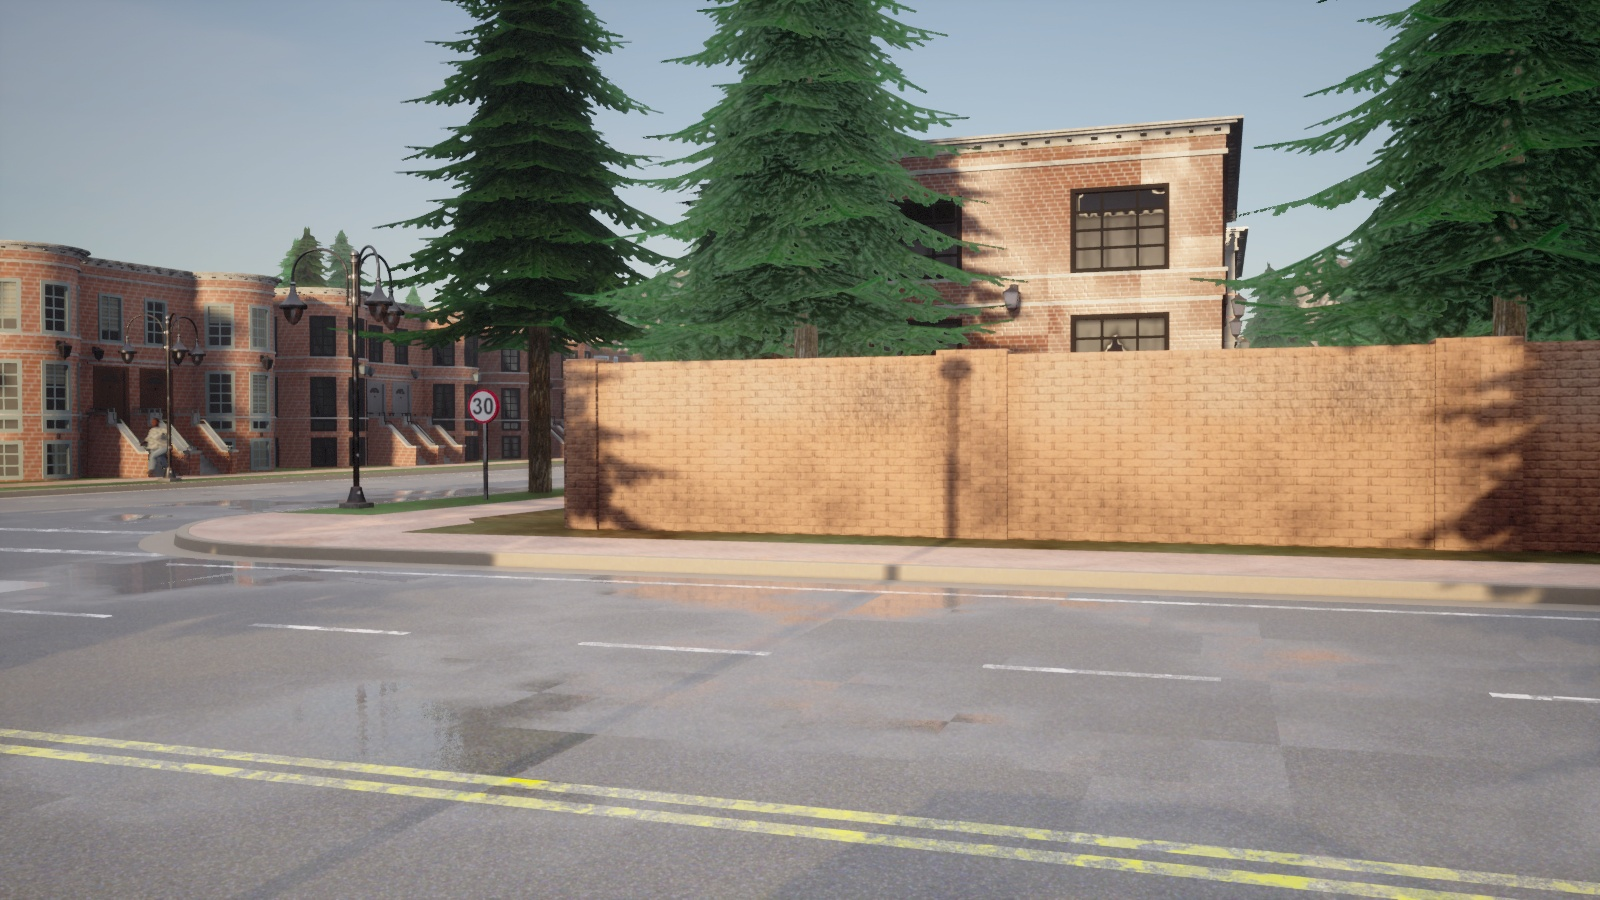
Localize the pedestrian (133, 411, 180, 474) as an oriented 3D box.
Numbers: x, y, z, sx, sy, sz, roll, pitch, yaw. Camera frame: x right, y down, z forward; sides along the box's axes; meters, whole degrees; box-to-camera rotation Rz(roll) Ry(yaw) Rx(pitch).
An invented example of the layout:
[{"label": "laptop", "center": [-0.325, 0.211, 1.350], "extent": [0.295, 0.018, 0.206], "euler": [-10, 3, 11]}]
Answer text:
[{"label": "pedestrian", "center": [-19.249, -0.219, 37.561], "extent": [0.874, 1.855, 0.900], "euler": [1, 1, 22]}]
